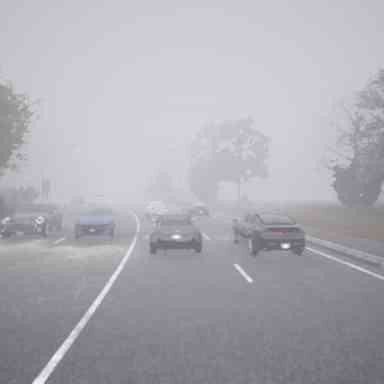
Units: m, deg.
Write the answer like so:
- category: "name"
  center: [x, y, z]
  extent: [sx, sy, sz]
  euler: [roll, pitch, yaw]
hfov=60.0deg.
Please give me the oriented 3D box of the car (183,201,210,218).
- category: "car"
  center: [0.311, 1.537, 30.141]
  extent: [1.812, 1.442, 4.674]
  euler: [0, 0, -12]

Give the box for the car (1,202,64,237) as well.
- category: "car"
  center: [-8.476, 1.372, 18.041]
  extent: [2.097, 1.767, 4.553]
  euler: [0, 0, -8]

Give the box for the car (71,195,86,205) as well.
- category: "car"
  center: [-19.828, 1.388, 58.019]
  extent: [2.097, 1.767, 4.553]
  euler: [0, 0, -24]

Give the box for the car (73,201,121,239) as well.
- category: "car"
  center: [-4.887, 1.492, 17.696]
  extent: [1.882, 1.535, 5.008]
  euler: [0, 0, -8]

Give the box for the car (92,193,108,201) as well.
- category: "car"
  center: [-16.241, 1.260, 58.586]
  extent: [2.150, 2.045, 5.566]
  euler: [0, 0, -23]

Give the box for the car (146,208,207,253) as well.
- category: "car"
  center: [-0.739, 1.570, 13.841]
  extent: [1.994, 1.385, 4.181]
  euler: [0, 0, -5]

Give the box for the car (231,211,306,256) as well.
- category: "car"
  center: [2.842, 1.504, 13.230]
  extent: [1.837, 1.490, 4.892]
  euler: [0, 0, -5]

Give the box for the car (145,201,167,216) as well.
- category: "car"
  center: [-3.217, 1.541, 29.996]
  extent: [1.812, 1.442, 4.674]
  euler: [0, 0, -12]
